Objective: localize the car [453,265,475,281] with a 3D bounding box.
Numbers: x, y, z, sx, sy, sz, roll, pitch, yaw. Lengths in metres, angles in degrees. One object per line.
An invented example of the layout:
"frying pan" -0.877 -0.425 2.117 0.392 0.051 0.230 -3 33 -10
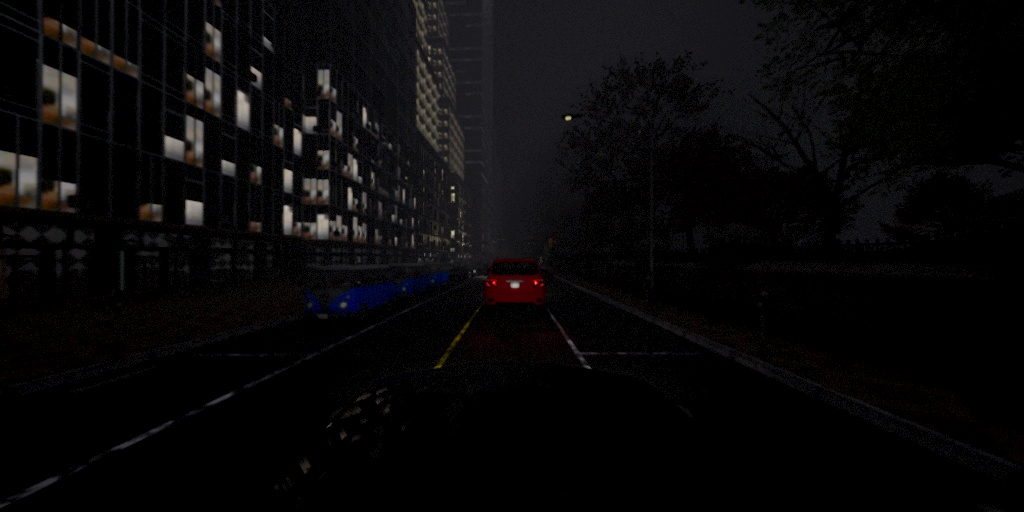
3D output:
"car" -5.049 1.633 34.649 1.948 1.339 4.313 0 0 1

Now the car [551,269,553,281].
"car" 2.980 1.616 34.791 1.888 1.381 4.507 0 0 1

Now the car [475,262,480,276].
"car" -4.953 1.672 40.284 2.007 1.370 4.403 0 0 1

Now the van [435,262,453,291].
"van" -5.202 1.298 23.395 1.690 1.789 3.998 0 0 0

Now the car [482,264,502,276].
"car" -2.389 1.714 44.746 2.033 1.411 5.357 0 -1 1

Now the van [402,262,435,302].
"van" -5.251 1.244 17.767 1.690 1.789 3.998 0 0 0

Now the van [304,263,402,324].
"van" -5.288 1.189 12.132 1.690 1.789 3.998 0 0 0

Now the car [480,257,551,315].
"car" 0.128 1.092 14.462 2.150 2.045 5.566 0 -1 1
